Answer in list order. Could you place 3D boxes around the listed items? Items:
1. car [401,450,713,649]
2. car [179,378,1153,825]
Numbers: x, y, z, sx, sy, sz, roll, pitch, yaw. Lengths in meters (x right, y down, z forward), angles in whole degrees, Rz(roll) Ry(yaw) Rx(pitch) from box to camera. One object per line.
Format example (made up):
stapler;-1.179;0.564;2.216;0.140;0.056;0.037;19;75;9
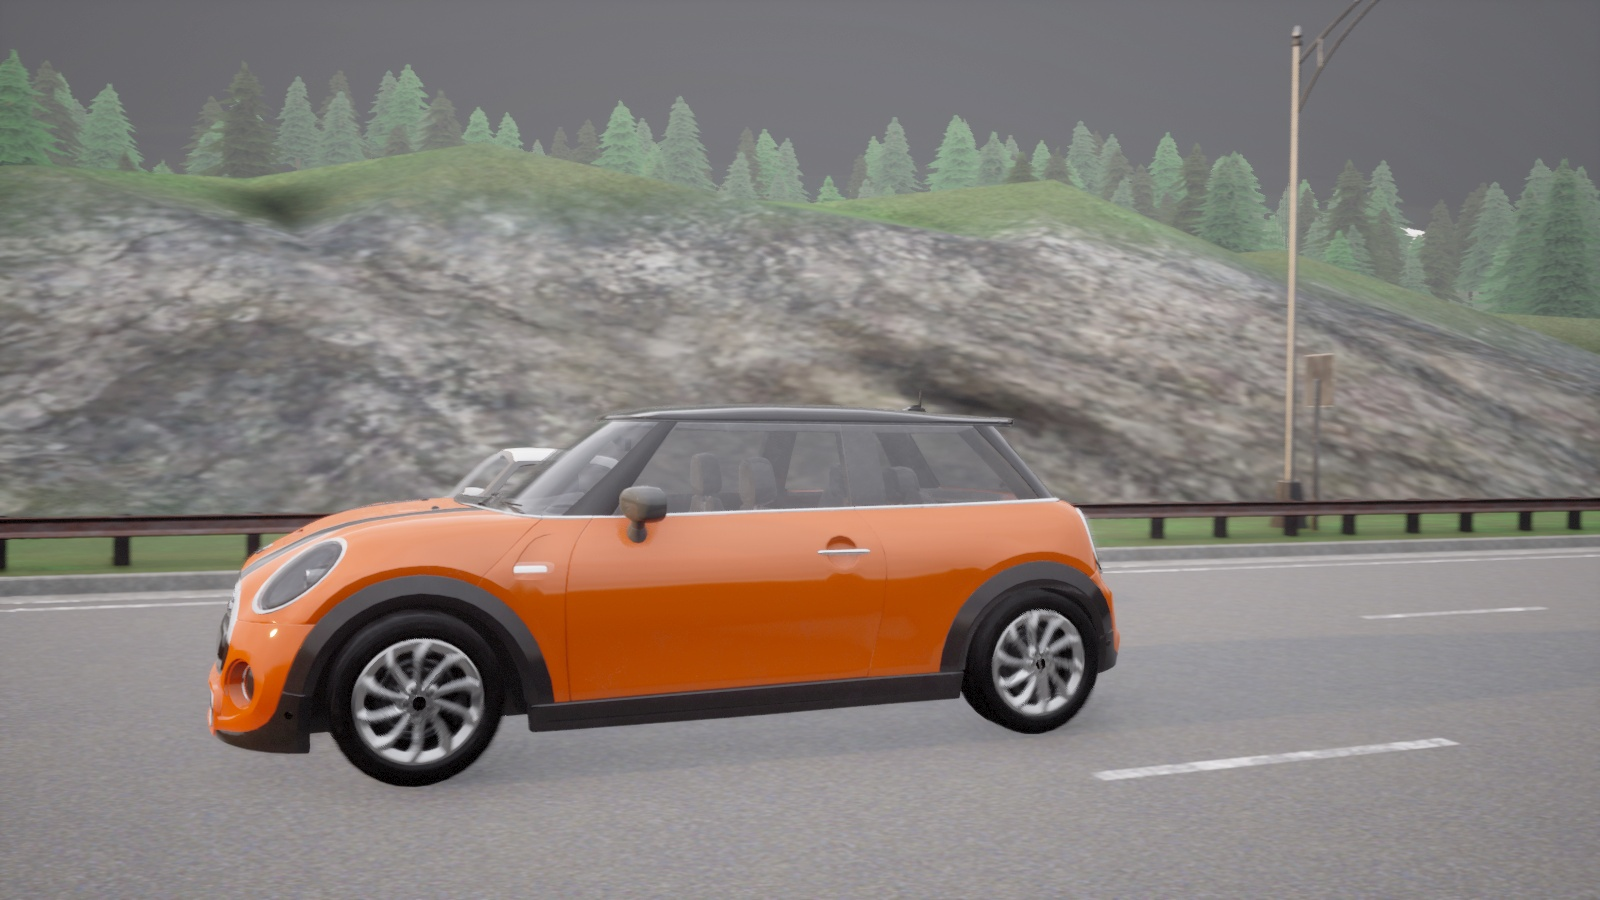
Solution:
car;-1.968;0.706;9.975;2.207;1.376;1.481;-1;1;-21
car;-0.665;0.551;6.724;4.553;1.767;2.097;-1;1;-21
